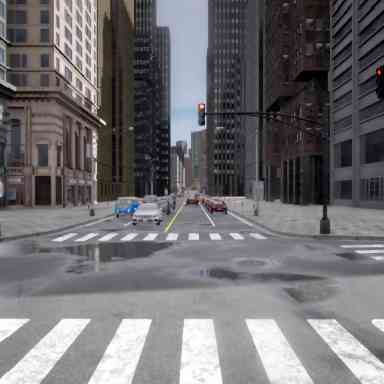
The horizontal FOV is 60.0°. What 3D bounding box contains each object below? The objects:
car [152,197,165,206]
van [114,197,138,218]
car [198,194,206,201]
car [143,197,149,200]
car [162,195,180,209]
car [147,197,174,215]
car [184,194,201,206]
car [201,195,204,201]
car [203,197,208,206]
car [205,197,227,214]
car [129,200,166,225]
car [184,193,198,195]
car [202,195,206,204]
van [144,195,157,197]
[{"bbox_3d":[-5.814,1.606,57.569,1.802,1.307,4.206,0,0,0],"label":"car"},{"bbox_3d":[-5.800,1.347,29.944,1.690,1.788,3.998,0,0,0],"label":"van"},{"bbox_3d":[2.702,1.490,90.712,1.967,1.590,4.097,0,0,0],"label":"car"},{"bbox_3d":[-5.803,1.553,35.469,1.887,1.381,4.507,0,0,0],"label":"car"},{"bbox_3d":[-3.120,1.506,44.314,2.128,1.511,4.902,0,0,0],"label":"car"},{"bbox_3d":[-3.122,1.513,34.055,1.837,1.490,4.892,0,0,0],"label":"car"},{"bbox_3d":[0.014,1.500,54.790,1.882,1.535,5.008,0,0,0],"label":"car"},{"bbox_3d":[2.737,1.546,52.203,1.752,1.417,4.829,0,0,0],"label":"car"},{"bbox_3d":[2.747,1.557,40.982,1.887,1.381,4.507,0,0,0],"label":"car"},{"bbox_3d":[2.752,1.553,35.457,1.887,1.381,4.507,0,0,0],"label":"car"},{"bbox_3d":[-3.118,1.529,24.012,1.812,1.442,4.674,0,0,-2],"label":"car"},{"bbox_3d":[-0.044,1.522,65.170,2.128,1.511,4.902,0,0,0],"label":"car"},{"bbox_3d":[2.742,1.561,46.508,1.887,1.381,4.507,0,0,0],"label":"car"},{"bbox_3d":[-5.809,1.357,46.519,1.690,1.788,3.998,0,0,0],"label":"van"}]
